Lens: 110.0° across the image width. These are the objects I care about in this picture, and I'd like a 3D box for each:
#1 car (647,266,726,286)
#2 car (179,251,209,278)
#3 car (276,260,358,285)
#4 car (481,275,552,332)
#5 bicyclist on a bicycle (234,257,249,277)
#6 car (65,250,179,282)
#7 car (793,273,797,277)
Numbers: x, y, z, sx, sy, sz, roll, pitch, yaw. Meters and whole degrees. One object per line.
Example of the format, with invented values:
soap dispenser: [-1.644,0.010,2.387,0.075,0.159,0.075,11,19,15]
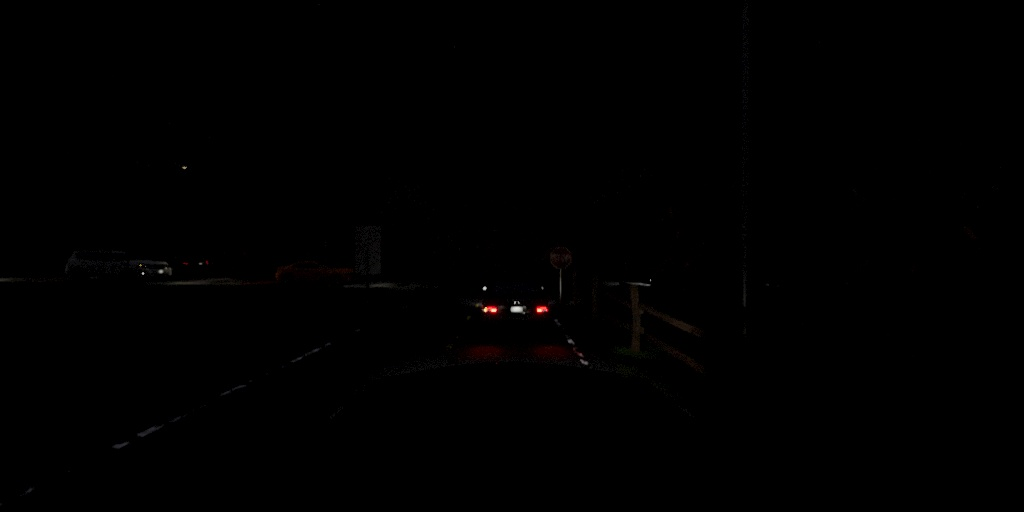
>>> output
car: [12.917,1.437,26.527,5.357,1.411,2.033,1,0,0]
car: [-26.014,0.640,26.881,5.566,2.045,2.150,1,0,0]
car: [-12.862,1.075,23.804,5.008,1.535,1.882,1,0,1]
car: [0.059,1.289,10.860,2.033,1.411,5.357,0,0,-1]
bicyclist on a bicycle: [-22.508,0.906,29.866,0.582,1.620,1.656,1,0,1]
car: [-26.159,0.653,23.918,5.566,2.045,2.150,1,0,0]
car: [23.294,1.514,26.434,4.892,1.490,1.837,1,0,0]
